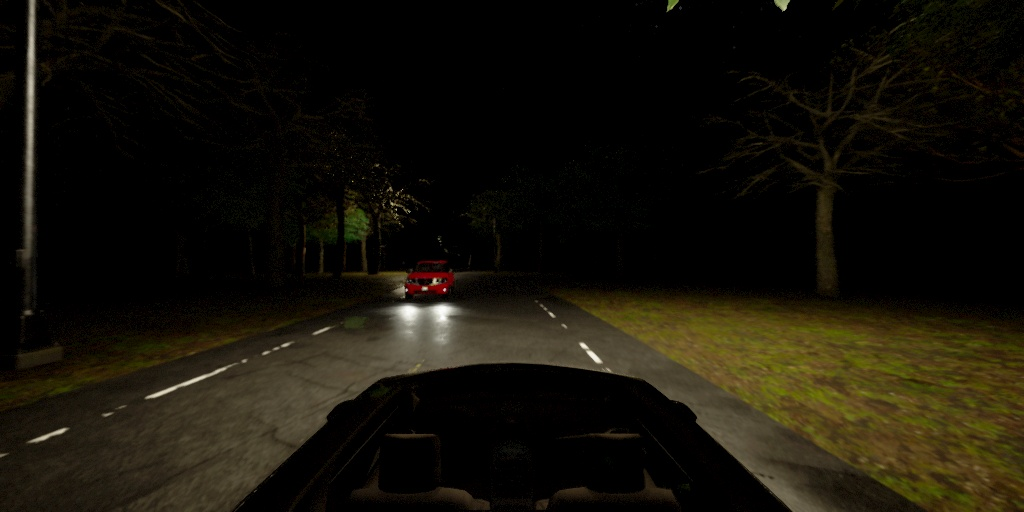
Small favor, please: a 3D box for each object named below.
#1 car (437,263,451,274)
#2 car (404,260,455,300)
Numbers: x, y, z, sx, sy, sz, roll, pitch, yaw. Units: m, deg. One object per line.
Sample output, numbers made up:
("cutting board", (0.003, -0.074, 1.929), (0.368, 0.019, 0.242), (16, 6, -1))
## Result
("car", (-11.660, 2.030, 61.027), (2.097, 1.767, 4.553), (0, -1, -15))
("car", (-4.417, 1.243, 19.997), (2.150, 2.045, 5.566), (0, -1, -5))
